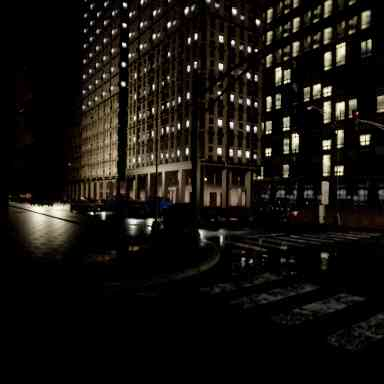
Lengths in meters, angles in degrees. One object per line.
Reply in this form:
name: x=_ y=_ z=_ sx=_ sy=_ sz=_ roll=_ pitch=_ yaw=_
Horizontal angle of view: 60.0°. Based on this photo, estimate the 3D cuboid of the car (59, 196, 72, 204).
car: x=-22.133 y=1.480 z=58.955 sx=1.837 sy=1.490 sz=4.892 roll=1 pitch=-1 yaw=-35

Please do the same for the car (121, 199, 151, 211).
car: x=-7.232 y=1.603 z=42.388 sx=2.008 sy=1.369 sz=4.403 roll=2 pitch=-1 yaw=-35

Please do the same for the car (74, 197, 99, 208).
car: x=-16.006 y=1.533 z=50.299 sx=2.033 sy=1.411 sz=5.357 roll=1 pitch=-1 yaw=-36

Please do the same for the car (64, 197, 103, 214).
car: x=-10.809 y=1.437 z=32.937 sx=2.008 sy=1.369 sz=4.403 roll=2 pitch=-1 yaw=-35

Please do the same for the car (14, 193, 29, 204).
car: x=-30.382 y=1.165 z=60.605 sx=2.192 sy=1.841 sz=5.009 roll=2 pitch=-1 yaw=-35

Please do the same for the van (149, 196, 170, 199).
van: x=-3.966 y=1.400 z=37.779 sx=1.690 sy=1.788 sz=3.998 roll=2 pitch=-1 yaw=-35

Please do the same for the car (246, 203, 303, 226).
car: x=5.821 y=1.523 z=23.945 sx=1.967 sy=1.590 sz=4.097 roll=2 pitch=-1 yaw=-35

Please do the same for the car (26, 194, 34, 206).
car: x=-23.861 y=1.442 z=51.380 sx=1.802 sy=1.307 sz=4.206 roll=2 pitch=-1 yaw=-35

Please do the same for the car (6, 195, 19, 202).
car: x=-40.174 y=1.388 z=74.435 sx=2.008 sy=1.369 sz=4.403 roll=2 pitch=-1 yaw=-35

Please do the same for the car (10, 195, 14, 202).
car: x=-36.912 y=1.407 z=69.824 sx=1.947 sy=1.339 sz=4.313 roll=2 pitch=-1 yaw=-35

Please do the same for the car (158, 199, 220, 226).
car: x=-0.184 y=1.438 z=22.403 sx=1.882 sy=1.535 sz=5.008 roll=1 pitch=-1 yaw=-36

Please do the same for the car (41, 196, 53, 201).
car: x=-36.599 y=1.589 z=83.885 sx=1.802 sy=1.307 sz=4.206 roll=1 pitch=-1 yaw=-35

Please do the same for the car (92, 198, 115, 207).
car: x=-13.759 y=1.605 z=51.609 sx=1.947 sy=1.339 sz=4.313 roll=2 pitch=-1 yaw=-35

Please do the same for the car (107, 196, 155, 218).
car: x=-5.633 y=1.424 z=30.106 sx=1.882 sy=1.535 sz=5.008 roll=1 pitch=-1 yaw=-35

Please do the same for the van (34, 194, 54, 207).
van: x=-20.594 y=1.207 z=46.772 sx=1.690 sy=1.788 sz=3.998 roll=2 pitch=-1 yaw=-35

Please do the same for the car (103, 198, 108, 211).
car: x=-11.778 y=1.480 z=38.811 sx=2.033 sy=1.411 sz=5.357 roll=1 pitch=-1 yaw=-35
